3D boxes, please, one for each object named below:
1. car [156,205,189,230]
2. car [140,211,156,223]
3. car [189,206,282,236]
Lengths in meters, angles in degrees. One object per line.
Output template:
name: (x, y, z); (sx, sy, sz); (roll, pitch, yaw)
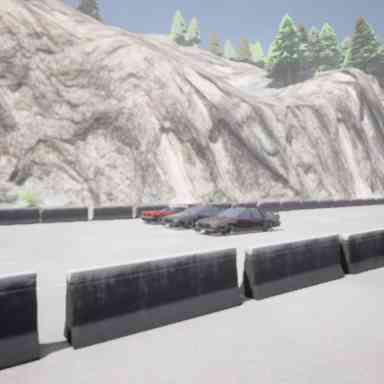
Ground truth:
car: (0.692, 1.606, 21.552); (5.357, 1.411, 2.033); (0, 0, -35)
car: (-1.363, 1.638, 24.385); (4.718, 1.301, 1.895); (0, 0, -35)
car: (2.723, 1.615, 18.702); (5.357, 1.411, 2.033); (0, 0, -35)
